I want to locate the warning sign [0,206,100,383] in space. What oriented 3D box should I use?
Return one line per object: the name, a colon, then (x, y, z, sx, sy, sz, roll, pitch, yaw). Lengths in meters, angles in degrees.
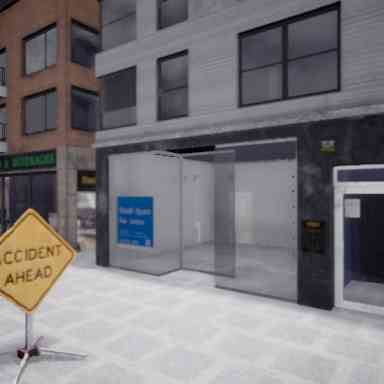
warning sign: (-2.000, 1.131, 4.088, 1.060, 1.860, 1.300, 0, 0, 35)
